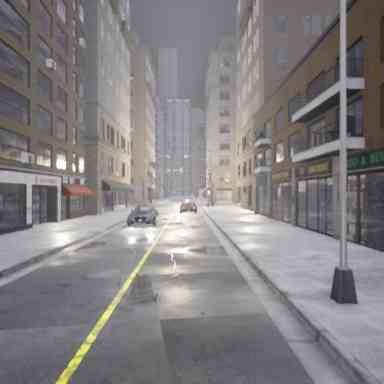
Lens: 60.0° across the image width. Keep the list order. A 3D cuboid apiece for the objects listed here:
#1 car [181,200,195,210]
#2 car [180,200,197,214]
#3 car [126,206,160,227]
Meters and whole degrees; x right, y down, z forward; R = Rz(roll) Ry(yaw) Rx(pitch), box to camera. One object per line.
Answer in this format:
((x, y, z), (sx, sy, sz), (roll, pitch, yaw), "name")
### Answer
((-0.475, 1.785, 48.029), (1.895, 1.301, 4.718), (0, 0, 1), "car")
((-0.402, 1.752, 38.025), (1.895, 1.301, 4.718), (0, 0, -1), "car")
((-3.409, 1.665, 23.809), (1.994, 1.385, 4.181), (0, 0, -1), "car")
